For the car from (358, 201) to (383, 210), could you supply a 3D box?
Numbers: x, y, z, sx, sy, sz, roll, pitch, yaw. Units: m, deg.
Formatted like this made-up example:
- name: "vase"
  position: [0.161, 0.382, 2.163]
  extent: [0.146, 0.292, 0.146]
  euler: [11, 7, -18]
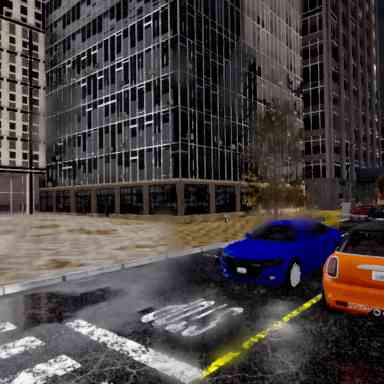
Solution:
- name: "car"
  position: [12.439, 1.566, 20.869]
  extent: [2.128, 1.511, 4.902]
  euler: [-2, -1, 41]

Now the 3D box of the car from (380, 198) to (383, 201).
- name: "car"
  position: [42.991, 1.659, 77.767]
  extent: [4.507, 1.381, 1.887]
  euler: [-1, -2, 40]

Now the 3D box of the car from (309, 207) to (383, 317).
- name: "car"
  position: [4.411, 1.357, 6.877]
  extent: [2.097, 1.767, 4.553]
  euler: [-2, -1, 41]

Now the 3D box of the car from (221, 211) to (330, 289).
- name: "car"
  position: [2.802, 1.564, 9.752]
  extent: [1.882, 1.535, 5.008]
  euler: [-2, -1, 41]

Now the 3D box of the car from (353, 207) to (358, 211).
- name: "car"
  position: [13.925, 1.720, 26.530]
  extent: [1.802, 1.307, 4.206]
  euler: [-1, -1, 41]
